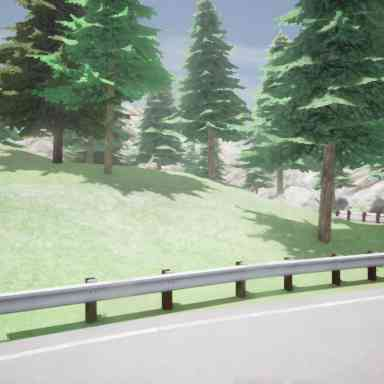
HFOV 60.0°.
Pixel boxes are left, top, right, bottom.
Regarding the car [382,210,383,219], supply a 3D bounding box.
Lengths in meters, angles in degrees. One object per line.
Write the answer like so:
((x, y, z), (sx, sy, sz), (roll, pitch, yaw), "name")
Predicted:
((16.073, 1.367, 23.645), (2.097, 1.767, 4.553), (0, 0, -20), "car")
